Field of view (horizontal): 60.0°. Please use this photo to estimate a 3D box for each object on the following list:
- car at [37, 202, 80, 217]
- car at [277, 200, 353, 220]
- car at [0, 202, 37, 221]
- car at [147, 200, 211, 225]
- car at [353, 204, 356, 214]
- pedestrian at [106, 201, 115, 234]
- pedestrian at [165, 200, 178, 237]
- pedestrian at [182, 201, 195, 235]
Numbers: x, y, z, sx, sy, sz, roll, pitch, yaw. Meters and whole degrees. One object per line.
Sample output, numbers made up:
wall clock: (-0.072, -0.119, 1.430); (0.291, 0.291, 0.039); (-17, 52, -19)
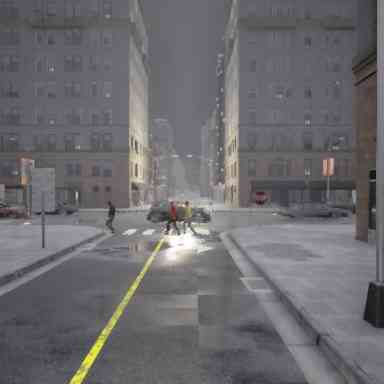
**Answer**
car: (-12.928, 1.618, 30.585); (4.718, 1.301, 1.895); (0, 0, 0)
car: (9.777, 1.536, 27.128); (5.357, 1.411, 2.033); (0, 0, 0)
car: (-15.655, 1.551, 27.133); (4.674, 1.442, 1.812); (0, 0, 0)
car: (-0.893, 1.358, 23.880); (4.553, 1.767, 2.097); (0, 0, 0)
car: (12.484, 1.459, 30.578); (5.008, 1.535, 1.882); (0, 0, 0)
pedestrian: (-4.336, 1.294, 17.793); (0.375, 1.860, 0.375); (0, 0, 0)
pedestrian: (-1.007, 1.294, 16.595); (0.375, 1.860, 0.375); (0, 0, 0)
pedestrian: (-0.173, 1.294, 17.195); (0.375, 1.860, 0.375); (0, 0, 0)
